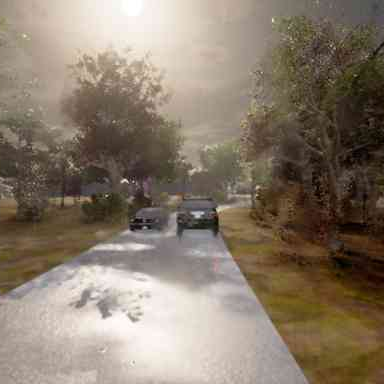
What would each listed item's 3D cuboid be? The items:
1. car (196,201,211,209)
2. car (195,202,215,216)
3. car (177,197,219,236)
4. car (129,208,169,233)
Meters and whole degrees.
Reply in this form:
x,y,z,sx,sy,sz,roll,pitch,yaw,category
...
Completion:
x,y,z,sx,sy,sz,roll,pitch,yaw,category
2.195,2.368,61.633,1.994,1.385,4.181,0,-2,12,car
1.479,1.850,36.750,1.994,1.385,4.181,0,-1,5,car
0.350,1.299,18.886,2.150,2.045,5.566,0,-1,1,car
-2.561,1.693,20.685,1.895,1.301,4.718,0,0,2,car
